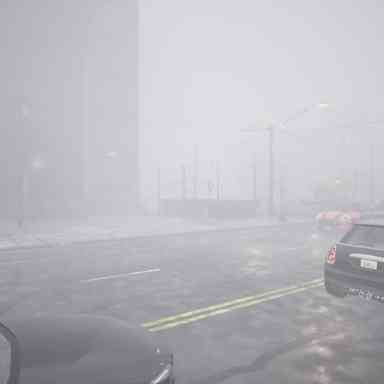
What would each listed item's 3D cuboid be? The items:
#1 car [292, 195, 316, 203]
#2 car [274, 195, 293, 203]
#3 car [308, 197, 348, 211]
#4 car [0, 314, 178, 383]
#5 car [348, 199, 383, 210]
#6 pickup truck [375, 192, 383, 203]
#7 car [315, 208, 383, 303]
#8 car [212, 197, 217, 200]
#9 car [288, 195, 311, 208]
[{"bbox_3d":[21.905,1.426,64.928,4.674,1.452,2.002,0,0,-36],"label":"car"},{"bbox_3d":[19.001,1.458,68.931,3.806,1.475,1.970,0,0,-36],"label":"car"},{"bbox_3d":[9.090,1.354,19.067,4.553,1.767,2.097,0,0,-35],"label":"car"},{"bbox_3d":[-2.259,1.526,2.149,4.674,1.442,1.812,0,0,-35],"label":"car"},{"bbox_3d":[9.834,1.223,15.299,5.566,2.045,2.150,0,0,-35],"label":"car"},{"bbox_3d":[37.714,1.097,61.581,2.390,2.098,6.274,0,0,-36],"label":"pickup truck"},{"bbox_3d":[5.000,1.353,7.356,4.553,1.767,2.097,0,0,-35],"label":"car"},{"bbox_3d":[4.258,1.579,60.448,4.718,1.301,1.895,0,0,-36],"label":"car"},{"bbox_3d":[14.987,1.258,45.870,4.553,1.767,2.185,0,0,-36],"label":"car"}]
